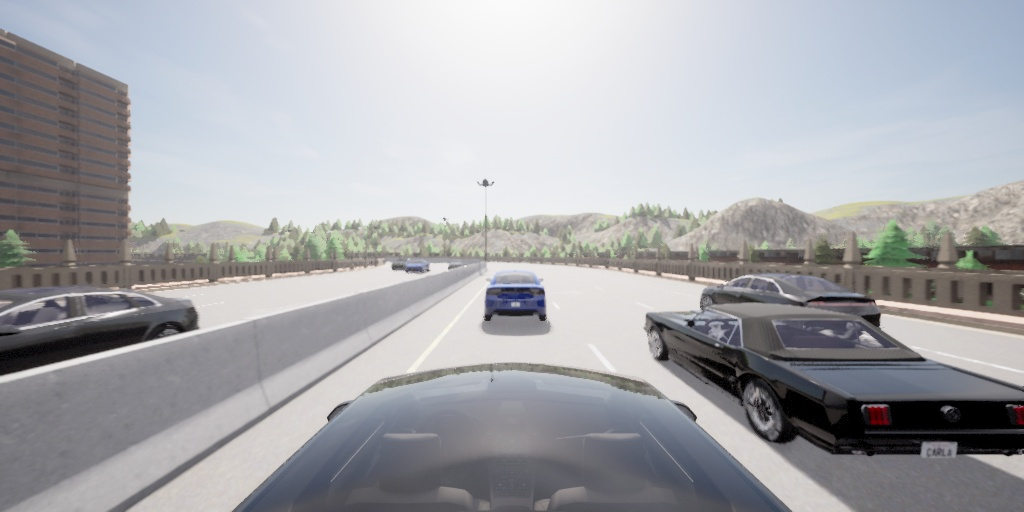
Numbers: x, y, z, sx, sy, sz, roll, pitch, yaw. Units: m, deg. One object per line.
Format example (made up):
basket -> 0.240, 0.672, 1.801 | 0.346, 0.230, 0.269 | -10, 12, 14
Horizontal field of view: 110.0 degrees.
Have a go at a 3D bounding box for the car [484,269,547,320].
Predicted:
car -> 0.104, 1.204, 12.526 | 1.882, 1.535, 5.008 | 0, 0, 0

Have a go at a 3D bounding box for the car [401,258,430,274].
car -> -10.633, 1.138, 40.612 | 1.882, 1.535, 5.008 | 0, 0, -1

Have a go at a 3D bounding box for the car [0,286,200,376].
car -> -7.100, 1.236, 5.046 | 2.128, 1.511, 4.902 | 0, 0, 0

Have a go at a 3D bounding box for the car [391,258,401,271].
car -> -14.327, 0.997, 47.125 | 2.097, 1.767, 4.553 | 0, 0, -3

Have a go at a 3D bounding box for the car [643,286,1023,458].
car -> 3.601, 1.344, 5.239 | 1.895, 1.301, 4.718 | 0, 0, 0

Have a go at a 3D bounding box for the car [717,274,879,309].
car -> 7.101, 1.224, 9.872 | 2.128, 1.511, 4.902 | 0, 0, 0

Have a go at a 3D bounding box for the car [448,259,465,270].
car -> -7.381, 1.168, 48.381 | 1.812, 1.442, 4.674 | 0, 0, -3
